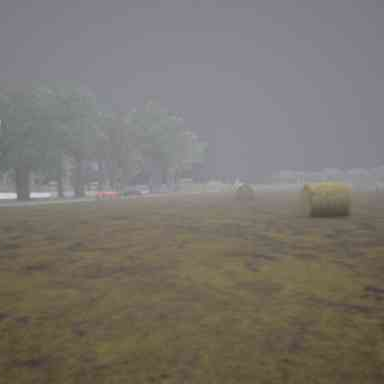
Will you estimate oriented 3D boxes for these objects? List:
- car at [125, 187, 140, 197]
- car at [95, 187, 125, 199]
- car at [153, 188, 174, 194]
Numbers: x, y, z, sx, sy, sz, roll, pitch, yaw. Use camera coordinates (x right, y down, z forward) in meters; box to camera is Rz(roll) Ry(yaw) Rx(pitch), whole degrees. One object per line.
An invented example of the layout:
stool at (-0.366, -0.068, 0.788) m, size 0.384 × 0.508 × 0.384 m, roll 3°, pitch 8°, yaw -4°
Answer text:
car at (-12.686, 0.022, 65.543) m, size 2.150 × 2.045 × 5.566 m, roll -1°, pitch 2°, yaw 36°
car at (-14.643, 0.303, 58.009) m, size 2.097 × 1.767 × 4.553 m, roll -1°, pitch 1°, yaw 35°
car at (-5.947, -0.239, 70.274) m, size 2.033 × 1.411 × 5.357 m, roll -1°, pitch 2°, yaw 35°
